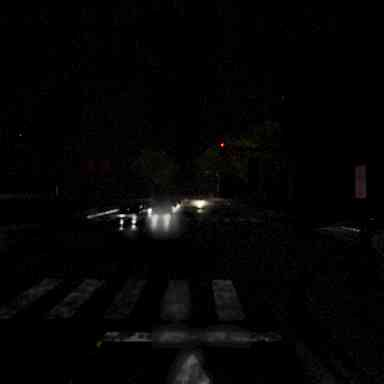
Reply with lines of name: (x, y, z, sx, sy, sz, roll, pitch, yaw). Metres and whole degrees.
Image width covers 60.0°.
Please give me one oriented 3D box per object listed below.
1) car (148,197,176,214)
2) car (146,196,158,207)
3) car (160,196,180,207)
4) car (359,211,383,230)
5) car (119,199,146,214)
car: (-3.080, 1.553, 34.791, 1.994, 1.385, 4.181, 0, 0, 0)
car: (-6.361, 1.581, 46.969, 1.895, 1.301, 4.718, 0, 0, 0)
car: (-3.113, 1.459, 46.922, 1.882, 1.535, 5.008, 0, 1, 0)
car: (13.682, 1.778, 22.201, 4.674, 1.442, 1.812, 1, -1, 3)
car: (-6.335, 1.553, 34.936, 1.994, 1.385, 4.181, 0, 0, -1)
